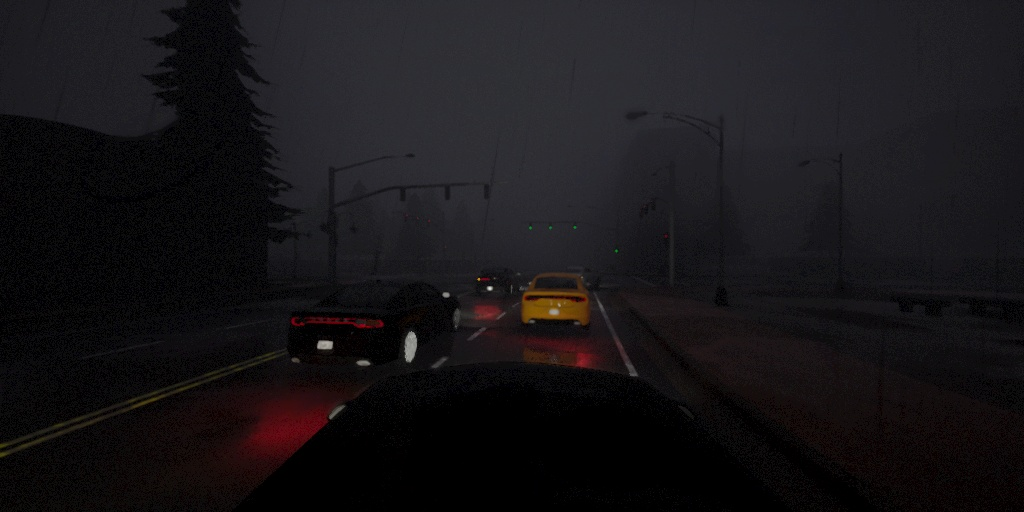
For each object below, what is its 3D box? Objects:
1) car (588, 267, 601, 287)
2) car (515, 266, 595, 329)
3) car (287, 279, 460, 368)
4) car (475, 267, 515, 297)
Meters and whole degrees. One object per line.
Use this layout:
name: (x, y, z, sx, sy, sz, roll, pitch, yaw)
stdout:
car: (4.332, 1.377, 23.199, 1.812, 1.442, 4.674, 0, 0, 26)
car: (1.471, 1.270, 11.560, 1.882, 1.535, 5.008, 0, 0, 9)
car: (-2.586, 1.246, 8.021, 1.882, 1.535, 5.008, 0, 0, 7)
car: (-0.683, 1.327, 19.763, 1.837, 1.490, 4.892, 0, 0, 9)
